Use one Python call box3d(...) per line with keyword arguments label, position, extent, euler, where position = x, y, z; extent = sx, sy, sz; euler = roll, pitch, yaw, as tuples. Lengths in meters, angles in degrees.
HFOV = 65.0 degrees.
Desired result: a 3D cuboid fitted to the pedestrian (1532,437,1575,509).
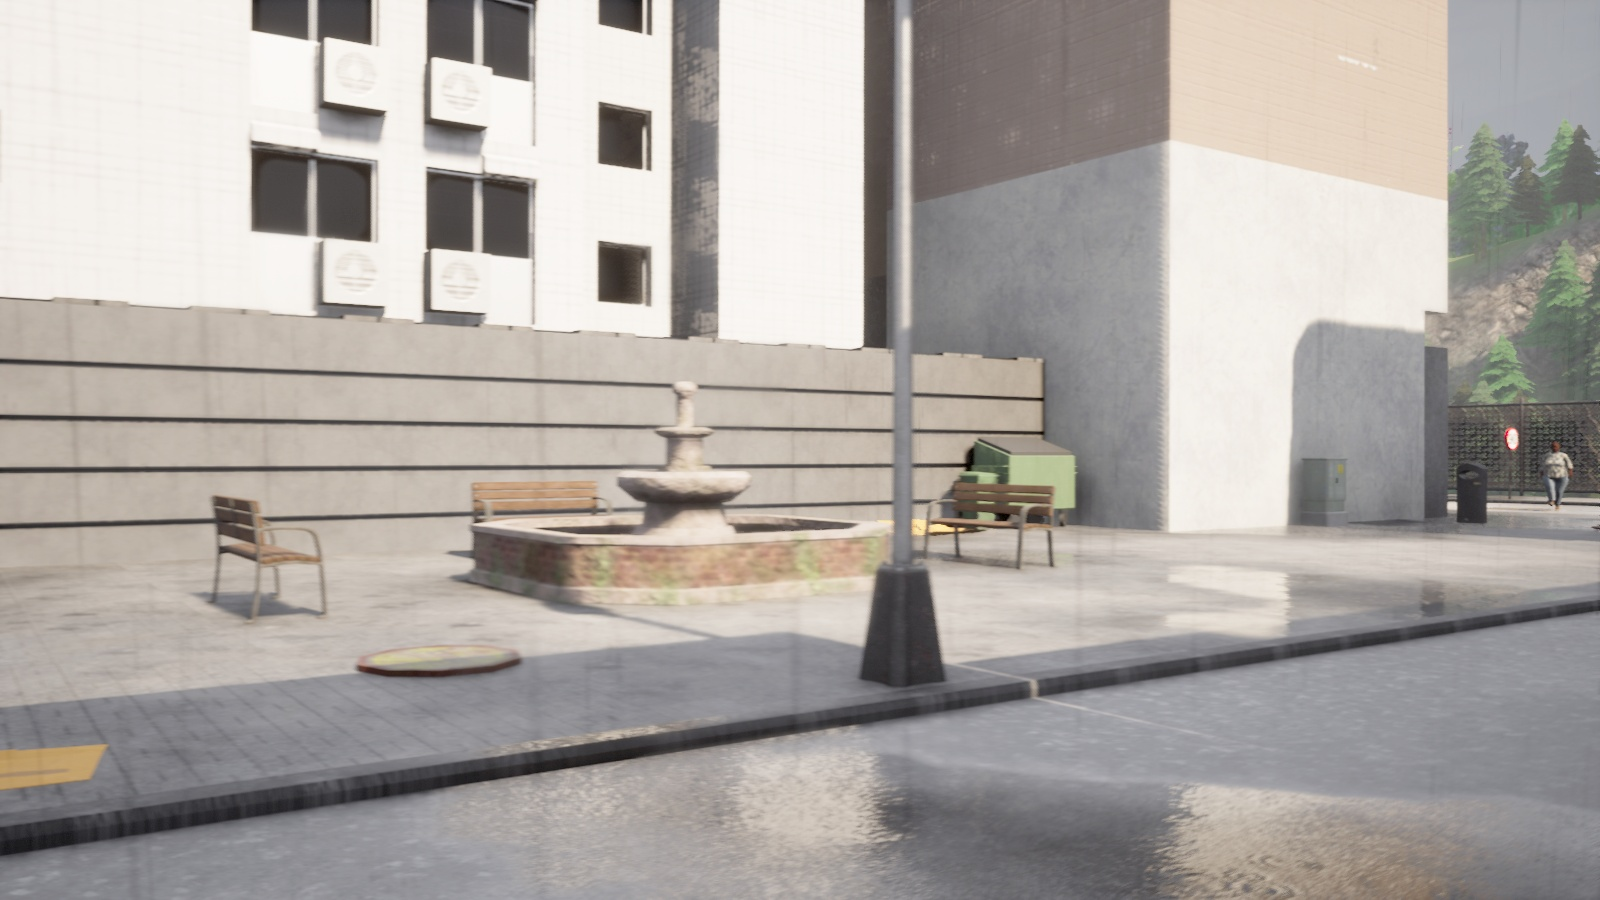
box3d(label="pedestrian", position=(19.694, 0.588, 32.828), extent=(0.874, 1.855, 0.900), euler=(0, 0, 37))
